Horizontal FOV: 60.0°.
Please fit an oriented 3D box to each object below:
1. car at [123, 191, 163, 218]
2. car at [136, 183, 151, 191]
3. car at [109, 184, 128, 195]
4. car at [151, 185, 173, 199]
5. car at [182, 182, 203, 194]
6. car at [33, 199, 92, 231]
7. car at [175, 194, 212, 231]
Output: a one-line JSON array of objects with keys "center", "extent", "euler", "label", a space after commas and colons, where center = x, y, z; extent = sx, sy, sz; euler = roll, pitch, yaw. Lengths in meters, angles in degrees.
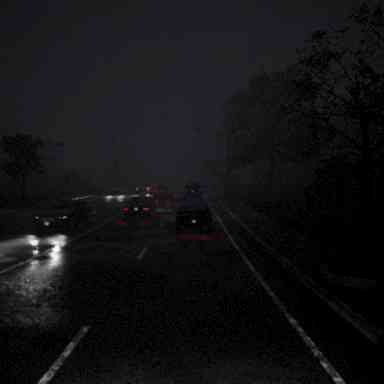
[{"center": [-3.495, 0.976, 23.316], "extent": [2.033, 1.411, 5.357], "euler": [0, 3, 0], "label": "car"}, {"center": [-7.086, -0.601, 49.781], "extent": [2.097, 1.767, 4.553], "euler": [0, 3, 0], "label": "car"}, {"center": [-10.595, -0.378, 47.915], "extent": [1.882, 1.535, 5.008], "euler": [0, 3, 0], "label": "car"}, {"center": [-3.444, -0.141, 40.957], "extent": [2.097, 1.767, 4.553], "euler": [0, 3, 0], "label": "car"}, {"center": [0.088, -0.128, 38.260], "extent": [2.150, 2.045, 5.566], "euler": [0, 3, 0], "label": "car"}, {"center": [-7.058, 1.161, 18.629], "extent": [2.128, 1.511, 4.902], "euler": [0, 3, 0], "label": "car"}, {"center": [0.093, 1.152, 18.568], "extent": [1.882, 1.535, 5.008], "euler": [0, 3, 0], "label": "car"}]
